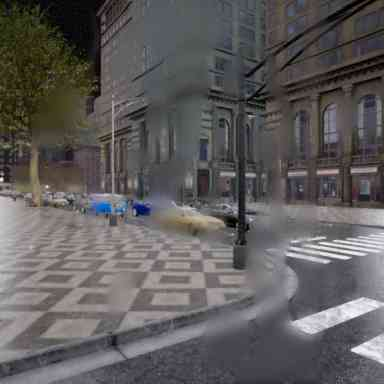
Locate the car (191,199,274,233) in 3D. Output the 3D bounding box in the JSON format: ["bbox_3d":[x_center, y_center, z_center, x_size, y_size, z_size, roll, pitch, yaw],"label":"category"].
[{"bbox_3d":[2.372,1.370,18.772,2.128,1.511,4.902,0,1,-36],"label":"car"}]

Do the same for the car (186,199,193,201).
[{"bbox_3d":[0.194,1.315,32.032,1.947,1.339,4.313,1,0,-35],"label":"car"}]

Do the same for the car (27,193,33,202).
[{"bbox_3d":[-22.960,0.910,50.063,2.008,1.369,4.403,1,0,-35],"label":"car"}]

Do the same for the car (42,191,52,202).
[{"bbox_3d":[-19.721,0.991,45.473,2.008,1.369,4.403,1,0,-35],"label":"car"}]

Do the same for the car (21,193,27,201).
[{"bbox_3d":[-26.199,0.829,54.652,2.008,1.369,4.403,1,0,-35],"label":"car"}]

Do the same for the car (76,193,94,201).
[{"bbox_3d":[-19.237,0.860,59.572,1.802,1.307,4.206,1,0,-35],"label":"car"}]

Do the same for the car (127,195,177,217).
[{"bbox_3d":[-3.067,1.257,26.470,1.882,1.535,5.008,0,1,-35],"label":"car"}]

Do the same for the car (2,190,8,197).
[{"bbox_3d":[-42.390,0.328,77.601,1.967,1.590,4.097,1,0,-35],"label":"car"}]

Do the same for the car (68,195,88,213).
[{"bbox_3d":[-10.005,1.230,31.700,2.008,1.369,4.403,1,0,-35],"label":"car"}]

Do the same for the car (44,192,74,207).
[{"bbox_3d":[-16.385,1.050,40.744,1.752,1.417,4.829,1,0,-35],"label":"car"}]

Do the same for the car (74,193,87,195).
[{"bbox_3d":[-14.845,1.013,43.242,1.837,1.490,4.892,0,1,-35],"label":"car"}]

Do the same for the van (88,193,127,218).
[{"bbox_3d":[-6.764,1.090,27.109,1.690,1.788,3.998,1,0,-35],"label":"van"}]

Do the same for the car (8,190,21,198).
[{"bbox_3d":[-35.912,0.482,68.421,1.967,1.590,4.097,1,0,-35],"label":"car"}]

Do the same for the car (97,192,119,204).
[{"bbox_3d":[-12.758,0.880,50.393,1.967,1.590,4.097,1,0,-35],"label":"car"}]

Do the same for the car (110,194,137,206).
[{"bbox_3d":[-9.521,1.073,45.804,2.008,1.369,4.403,1,0,-35],"label":"car"}]

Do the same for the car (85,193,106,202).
[{"bbox_3d":[-15.998,0.909,54.983,2.008,1.369,4.403,1,0,-35],"label":"car"}]

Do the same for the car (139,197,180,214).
[{"bbox_3d":[-3.227,1.248,32.247,1.812,1.442,4.674,0,1,-35],"label":"car"}]

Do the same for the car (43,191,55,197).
[{"bbox_3d":[-35.429,0.470,82.518,1.802,1.307,4.206,1,0,-35],"label":"car"}]

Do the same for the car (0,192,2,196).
[{"bbox_3d":[-45.629,0.252,82.191,1.967,1.590,4.097,1,0,-35],"label":"car"}]

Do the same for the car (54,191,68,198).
[{"bbox_3d":[-28.951,0.586,73.339,1.887,1.381,4.507,1,0,-35],"label":"car"}]

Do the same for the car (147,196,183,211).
[{"bbox_3d":[-3.043,1.223,36.621,1.887,1.381,4.507,1,0,-35],"label":"car"}]

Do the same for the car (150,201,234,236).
[{"bbox_3d":[-0.189,1.398,17.786,1.752,1.417,4.829,1,0,-35],"label":"car"}]

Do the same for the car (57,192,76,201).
[{"bbox_3d":[-22.464,0.744,59.499,2.128,1.511,4.902,0,1,-35],"label":"car"}]
